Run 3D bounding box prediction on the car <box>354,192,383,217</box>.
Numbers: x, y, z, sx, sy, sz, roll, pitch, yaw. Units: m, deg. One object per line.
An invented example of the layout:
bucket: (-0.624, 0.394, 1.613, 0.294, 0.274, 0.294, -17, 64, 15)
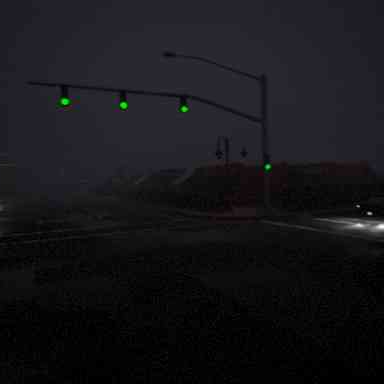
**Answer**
car: (10.683, 0.489, 16.693, 5.357, 1.411, 2.033, -3, 2, -25)
